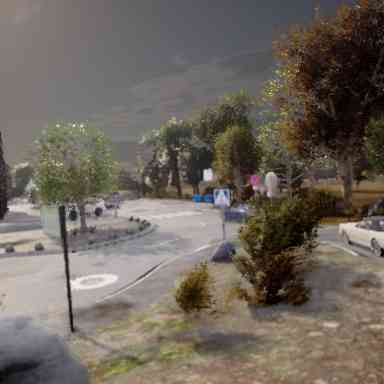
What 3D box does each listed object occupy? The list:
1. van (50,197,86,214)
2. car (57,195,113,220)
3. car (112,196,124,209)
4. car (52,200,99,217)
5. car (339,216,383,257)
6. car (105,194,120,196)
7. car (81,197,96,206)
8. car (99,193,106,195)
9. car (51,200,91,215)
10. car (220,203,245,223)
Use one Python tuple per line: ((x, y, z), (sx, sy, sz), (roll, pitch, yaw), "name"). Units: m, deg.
((-17.947, 1.867, 48.219), (1.878, 1.987, 4.442), (-2, 4, 43), "van")
((-12.413, 1.866, 37.580), (2.435, 2.045, 5.566), (-2, 3, 43), "car")
((-11.843, 1.785, 48.148), (1.994, 1.385, 4.181), (-5, 2, -27), "car")
((-14.997, 2.081, 43.102), (1.946, 1.575, 5.366), (-2, 3, 43), "car")
((7.549, 1.615, 13.173), (1.895, 1.301, 4.718), (-4, 0, 4), "car")
((-14.078, 1.377, 61.649), (2.128, 1.511, 4.902), (-5, 2, -27), "car")
((-20.063, 1.740, 64.475), (1.812, 1.442, 4.674), (-5, 2, -27), "car")
((-19.193, 1.058, 71.435), (2.097, 1.767, 4.553), (-5, 2, -27), "car")
((-16.493, 2.131, 45.642), (2.002, 1.452, 4.674), (-2, 3, 43), "car")
((3.934, 1.582, 25.770), (1.812, 1.442, 4.674), (-5, 3, -25), "car")
